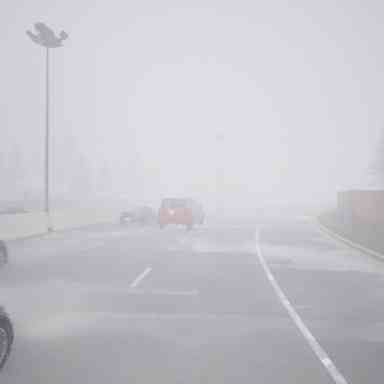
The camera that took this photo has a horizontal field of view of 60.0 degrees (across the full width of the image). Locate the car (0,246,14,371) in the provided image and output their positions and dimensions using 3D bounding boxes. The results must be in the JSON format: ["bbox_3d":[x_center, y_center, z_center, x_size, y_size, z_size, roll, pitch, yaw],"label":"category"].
[{"bbox_3d":[-3.323,1.534,2.513,1.812,1.442,4.674,0,0,1],"label":"car"}]

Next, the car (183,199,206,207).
[{"bbox_3d":[0.491,1.936,59.724,1.812,1.442,4.674,0,0,34],"label":"car"}]

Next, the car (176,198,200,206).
[{"bbox_3d":[-0.717,1.935,64.172,2.128,1.511,4.902,0,0,34],"label":"car"}]

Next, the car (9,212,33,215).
[{"bbox_3d":[-11.952,1.635,20.964,1.812,1.442,4.674,0,-1,12],"label":"car"}]

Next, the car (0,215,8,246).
[{"bbox_3d":[-6.497,1.528,7.991,2.128,1.511,4.902,0,0,4],"label":"car"}]

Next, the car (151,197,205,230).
[{"bbox_3d":[-0.630,1.376,22.740,2.150,2.045,5.566,0,0,14],"label":"car"}]

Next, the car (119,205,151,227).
[{"bbox_3d":[-3.757,1.683,24.500,1.812,1.442,4.674,0,0,14],"label":"car"}]
